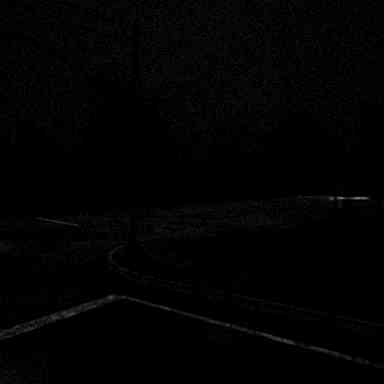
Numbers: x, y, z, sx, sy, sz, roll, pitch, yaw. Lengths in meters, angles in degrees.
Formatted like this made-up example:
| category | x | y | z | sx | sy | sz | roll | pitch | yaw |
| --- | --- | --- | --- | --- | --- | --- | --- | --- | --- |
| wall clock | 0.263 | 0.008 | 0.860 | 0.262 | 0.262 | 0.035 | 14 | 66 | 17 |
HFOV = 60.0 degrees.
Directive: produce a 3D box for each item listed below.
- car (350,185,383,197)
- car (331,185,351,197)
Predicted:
| category | x | y | z | sx | sy | sz | roll | pitch | yaw |
| --- | --- | --- | --- | --- | --- | --- | --- | --- | --- |
| car | 24.211 | -0.135 | 44.403 | 5.357 | 1.411 | 2.033 | -3 | 2 | -25 |
| car | 21.908 | -0.166 | 47.158 | 4.892 | 1.490 | 1.837 | -3 | 2 | -26 |
